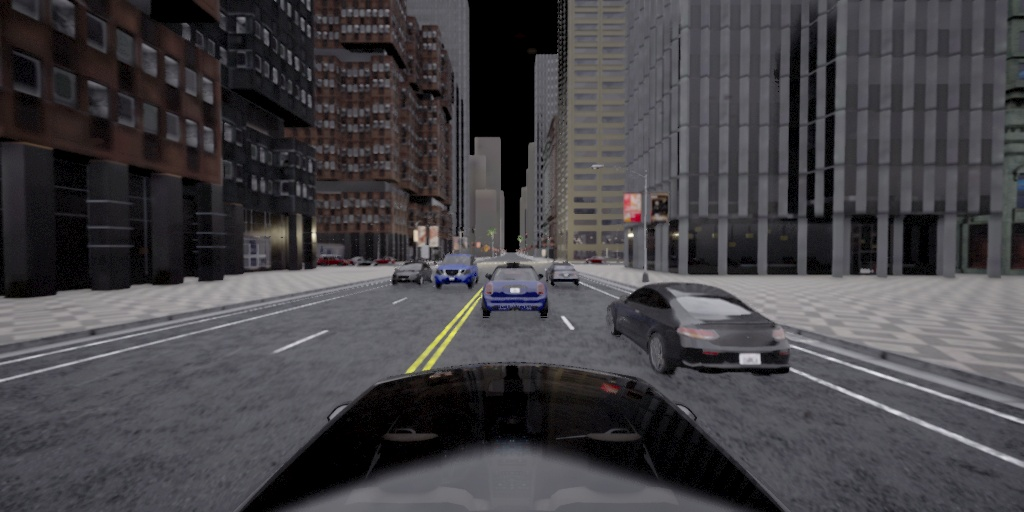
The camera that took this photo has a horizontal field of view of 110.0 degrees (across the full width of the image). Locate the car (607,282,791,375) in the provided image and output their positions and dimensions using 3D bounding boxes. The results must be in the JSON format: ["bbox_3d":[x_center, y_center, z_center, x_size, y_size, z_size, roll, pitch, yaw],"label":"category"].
[{"bbox_3d":[3.329,1.254,7.298,1.812,1.442,4.674,0,0,0],"label":"car"}]

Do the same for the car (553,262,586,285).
[{"bbox_3d":[3.346,1.201,24.587,2.033,1.411,5.357,0,0,0],"label":"car"}]

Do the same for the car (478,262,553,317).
[{"bbox_3d":[0.096,1.057,13.015,2.097,1.767,4.553,0,0,0],"label":"car"}]

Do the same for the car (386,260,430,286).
[{"bbox_3d":[-6.591,1.162,24.172,1.837,1.490,4.892,0,0,0],"label":"car"}]

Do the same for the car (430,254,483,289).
[{"bbox_3d":[-3.341,0.886,22.632,2.150,2.045,5.566,0,0,0],"label":"car"}]
